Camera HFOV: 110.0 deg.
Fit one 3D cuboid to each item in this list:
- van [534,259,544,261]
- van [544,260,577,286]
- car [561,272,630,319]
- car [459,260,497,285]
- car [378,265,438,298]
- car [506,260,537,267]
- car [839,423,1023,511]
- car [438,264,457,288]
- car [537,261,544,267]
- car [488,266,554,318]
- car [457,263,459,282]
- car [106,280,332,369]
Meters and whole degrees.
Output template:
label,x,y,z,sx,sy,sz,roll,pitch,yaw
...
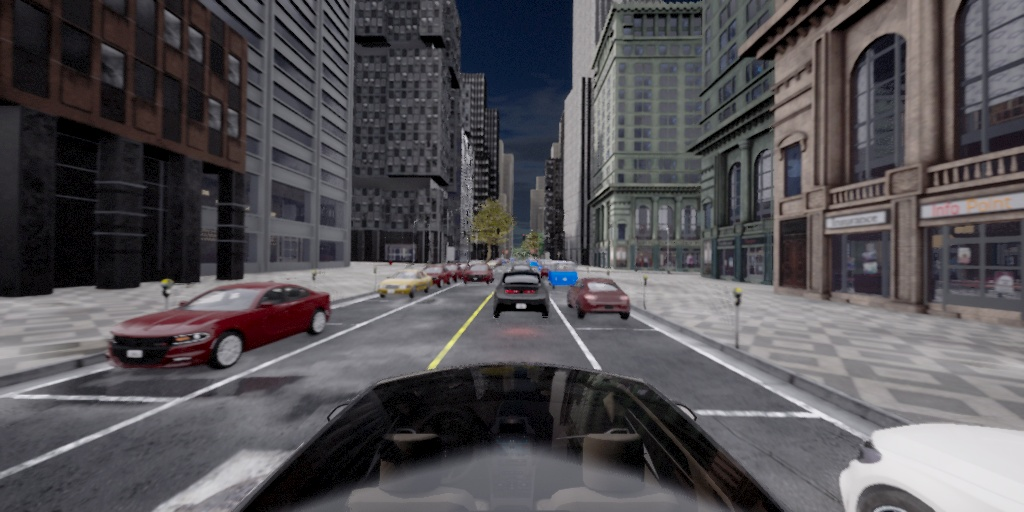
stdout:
label,x,y,z,sx,sy,sz,roll,pitch,yaw
van,3.736,1.309,40.593,1.690,1.789,3.998,0,0,2
van,3.294,1.229,24.025,1.690,1.789,3.998,0,0,2
car,3.000,1.418,12.979,1.802,1.307,4.207,0,0,2
car,-2.470,1.310,27.247,1.882,1.535,5.008,1,0,1
car,-5.402,1.285,18.576,1.751,1.417,4.829,0,0,2
car,0.728,1.351,27.815,1.882,1.535,5.008,1,0,2
car,3.052,1.307,0.389,1.812,1.442,4.674,1,0,2
car,-5.252,1.331,24.269,1.888,1.381,4.507,0,0,2
car,3.589,1.486,35.070,1.888,1.381,4.507,0,0,2
car,0.345,1.309,13.372,1.837,1.490,4.892,1,0,2
car,-5.107,1.357,29.792,1.888,1.381,4.507,0,0,2
car,-5.688,1.253,7.698,1.888,1.381,4.507,0,0,2
